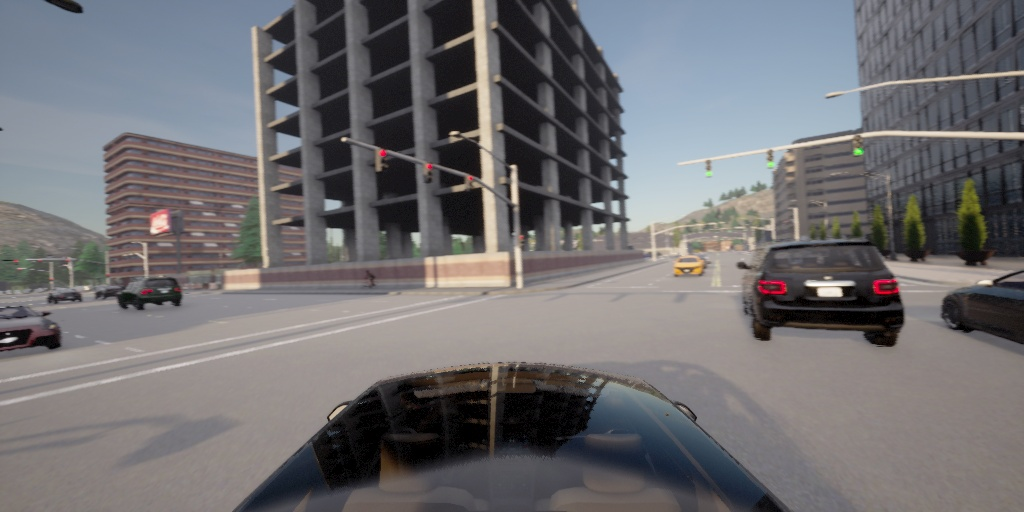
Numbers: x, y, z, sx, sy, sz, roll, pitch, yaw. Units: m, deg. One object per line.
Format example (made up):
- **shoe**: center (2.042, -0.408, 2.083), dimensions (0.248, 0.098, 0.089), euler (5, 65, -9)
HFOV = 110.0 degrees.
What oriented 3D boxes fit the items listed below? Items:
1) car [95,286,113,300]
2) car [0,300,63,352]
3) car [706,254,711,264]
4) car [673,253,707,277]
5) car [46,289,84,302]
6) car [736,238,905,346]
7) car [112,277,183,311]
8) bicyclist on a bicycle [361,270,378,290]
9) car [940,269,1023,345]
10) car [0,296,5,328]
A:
- **car**: center (-45.753, 4.103, 40.945), dimensions (5.008, 1.535, 1.882), euler (-3, -1, 30)
- **car**: center (-15.665, 2.255, 10.941), dimensions (4.181, 1.385, 1.994), euler (-3, -1, 30)
- **car**: center (19.199, 0.615, 37.307), dimensions (2.033, 1.411, 5.357), euler (-3, -1, 31)
- **car**: center (13.879, 0.740, 28.109), dimensions (1.882, 1.535, 5.008), euler (-3, -1, 30)
- **car**: center (-47.082, 4.191, 37.771), dimensions (4.674, 1.442, 1.812), euler (-4, -1, 30)
- **car**: center (6.818, 0.669, 8.513), dimensions (2.150, 2.045, 5.566), euler (-3, -1, 30)
- **car**: center (-25.002, 2.558, 24.773), dimensions (5.566, 2.045, 2.150), euler (-3, -1, 30)
- **bicyclist on a bicycle**: center (-11.707, 1.966, 29.453), dimensions (0.582, 1.620, 1.656), euler (-3, 0, 30)
- **car**: center (9.378, 0.847, 5.916), dimensions (1.994, 1.385, 4.181), euler (-3, -1, 30)
- **car**: center (-27.679, 2.905, 18.001), dimensions (4.902, 1.511, 2.128), euler (-3, -1, 30)
